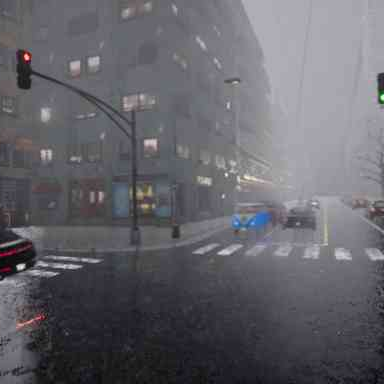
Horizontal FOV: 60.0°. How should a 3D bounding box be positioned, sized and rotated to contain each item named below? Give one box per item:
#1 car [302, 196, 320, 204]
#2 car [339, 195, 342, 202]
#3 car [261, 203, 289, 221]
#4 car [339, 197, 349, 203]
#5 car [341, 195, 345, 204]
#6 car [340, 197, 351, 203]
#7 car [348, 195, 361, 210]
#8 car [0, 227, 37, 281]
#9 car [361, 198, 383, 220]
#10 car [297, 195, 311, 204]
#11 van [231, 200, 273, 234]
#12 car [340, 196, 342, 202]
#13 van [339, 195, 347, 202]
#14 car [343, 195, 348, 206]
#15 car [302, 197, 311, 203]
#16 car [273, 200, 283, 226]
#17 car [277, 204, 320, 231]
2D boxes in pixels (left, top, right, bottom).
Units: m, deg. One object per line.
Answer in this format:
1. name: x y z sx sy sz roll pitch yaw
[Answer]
1. car: 16.813 1.719 46.117 2.033 1.411 5.357 -2 -1 22
2. car: 31.903 1.477 68.567 2.192 1.841 5.009 -1 -1 22
3. car: 7.732 1.772 30.602 1.887 1.381 4.507 -1 -1 22
4. car: 36.007 1.792 78.831 1.802 1.307 4.206 -1 -1 22
5. car: 27.809 1.661 58.297 1.887 1.381 4.507 -1 -1 22
6. car: 33.957 1.737 73.697 2.008 1.369 4.403 -1 -1 22
7. car: 21.658 1.490 42.898 1.967 1.590 4.097 -1 -1 22
8. car: -6.758 1.701 9.312 4.892 1.490 1.837 0 5 16
9. car: 15.510 1.428 27.497 1.967 1.590 4.097 -1 -1 22
10. car: 22.076 1.819 66.537 1.967 1.590 4.097 -1 -1 22
11. van: 3.629 1.530 20.336 1.690 1.788 3.998 -1 -1 22
12. car: 29.859 1.721 63.430 1.802 1.307 4.206 -1 -1 22
13. van: 38.052 1.577 83.968 1.690 1.788 3.998 -1 -1 22
14. car: 25.759 1.645 53.164 2.008 1.369 4.403 -1 -1 22
15. car: 28.227 2.016 81.937 1.947 1.339 4.313 -1 -1 22
16. car: 5.678 1.523 25.470 2.192 1.841 5.009 -1 -1 22
17. car: 6.923 1.687 21.339 1.994 1.385 4.181 -2 -1 22
